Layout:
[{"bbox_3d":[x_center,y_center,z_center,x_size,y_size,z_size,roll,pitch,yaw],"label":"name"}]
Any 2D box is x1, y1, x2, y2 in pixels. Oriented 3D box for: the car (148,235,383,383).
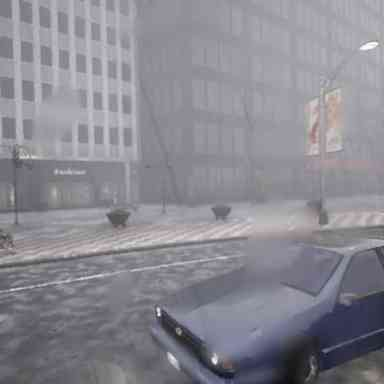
[{"bbox_3d":[2.124,1.407,4.962,5.357,1.411,2.033,-2,1,-28],"label":"car"}]
